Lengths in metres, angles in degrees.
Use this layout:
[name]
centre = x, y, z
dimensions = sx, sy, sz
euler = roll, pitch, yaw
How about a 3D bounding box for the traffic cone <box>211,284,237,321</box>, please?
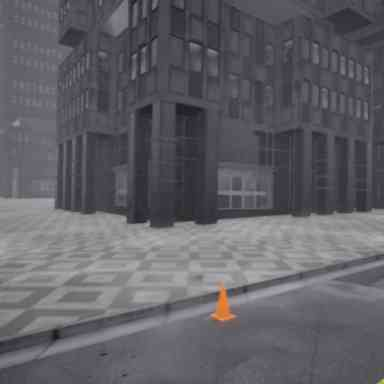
[traffic cone]
centre = 0.568, 1.949, 5.993
dimensions = 0.340, 0.580, 0.340
euler = 0, 0, -35
